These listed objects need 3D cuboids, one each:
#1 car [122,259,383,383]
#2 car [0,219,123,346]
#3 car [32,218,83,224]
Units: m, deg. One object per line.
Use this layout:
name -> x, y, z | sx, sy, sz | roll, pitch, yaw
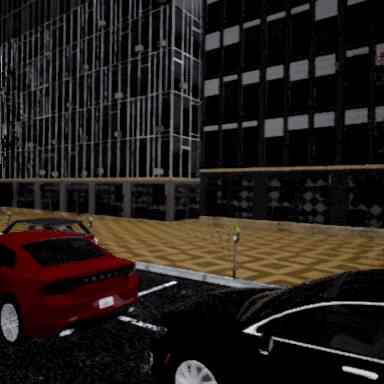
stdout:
car -> 1.759, 1.524, 3.094 | 4.892, 1.490, 1.837 | 0, 0, 36
car -> -3.221, 1.501, 6.509 | 5.008, 1.535, 1.882 | 0, 0, 38
car -> -4.608, 1.472, 9.867 | 4.097, 1.590, 1.967 | 0, 1, 36
